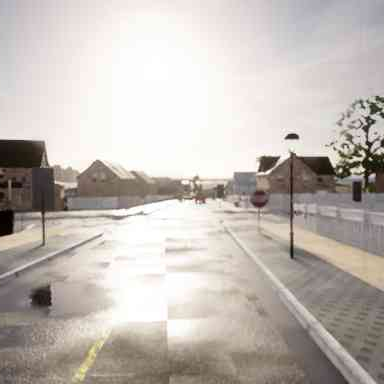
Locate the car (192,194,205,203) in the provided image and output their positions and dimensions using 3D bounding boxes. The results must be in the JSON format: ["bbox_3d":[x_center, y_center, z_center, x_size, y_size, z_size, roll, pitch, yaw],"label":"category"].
[{"bbox_3d":[1.767,1.367,73.555,2.150,2.045,5.566,0,0,3],"label":"car"}]

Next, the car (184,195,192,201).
[{"bbox_3d":[-0.778,1.327,77.823,2.033,1.411,5.357,0,0,3],"label":"car"}]
